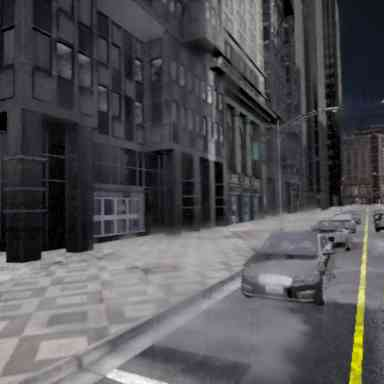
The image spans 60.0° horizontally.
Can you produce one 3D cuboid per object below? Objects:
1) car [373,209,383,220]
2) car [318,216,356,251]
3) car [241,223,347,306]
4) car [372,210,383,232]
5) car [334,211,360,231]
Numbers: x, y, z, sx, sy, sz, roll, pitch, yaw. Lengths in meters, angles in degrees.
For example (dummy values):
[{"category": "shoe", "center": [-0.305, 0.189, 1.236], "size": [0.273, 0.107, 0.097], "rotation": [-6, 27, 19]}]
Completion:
[{"category": "car", "center": [24.532, 2.910, 43.119], "size": [1.895, 1.301, 4.718], "rotation": [-2, -2, 28]}, {"category": "car", "center": [7.165, 2.176, 17.246], "size": [1.994, 1.385, 4.181], "rotation": [-2, -3, 28]}, {"category": "car", "center": [2.849, 1.846, 9.150], "size": [2.128, 1.511, 4.902], "rotation": [-2, -3, 27]}, {"category": "car", "center": [15.513, 2.383, 26.167], "size": [1.994, 1.385, 4.181], "rotation": [-2, -3, 28]}, {"category": "car", "center": [11.855, 2.413, 26.054], "size": [1.812, 1.442, 4.674], "rotation": [-2, -3, 28]}]
